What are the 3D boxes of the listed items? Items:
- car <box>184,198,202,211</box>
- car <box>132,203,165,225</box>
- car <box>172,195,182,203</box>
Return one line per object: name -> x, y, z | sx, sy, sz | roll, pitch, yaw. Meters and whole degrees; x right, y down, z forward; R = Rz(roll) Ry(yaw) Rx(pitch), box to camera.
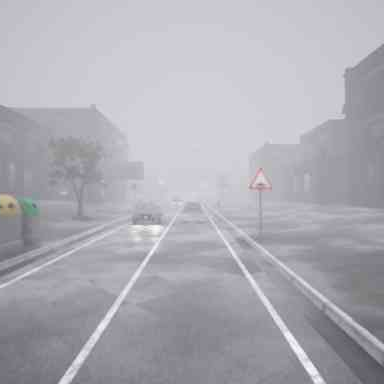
car -> 0.129, 1.478, 38.996 | 1.812, 1.442, 4.674 | 0, 0, 0
car -> -3.084, 1.521, 24.131 | 1.994, 1.385, 4.181 | 0, -1, 0
car -> -2.968, 1.368, 66.281 | 2.033, 1.411, 5.357 | 0, 0, 0
